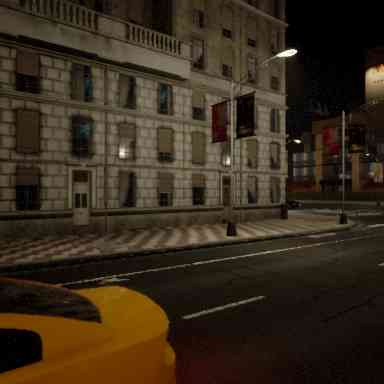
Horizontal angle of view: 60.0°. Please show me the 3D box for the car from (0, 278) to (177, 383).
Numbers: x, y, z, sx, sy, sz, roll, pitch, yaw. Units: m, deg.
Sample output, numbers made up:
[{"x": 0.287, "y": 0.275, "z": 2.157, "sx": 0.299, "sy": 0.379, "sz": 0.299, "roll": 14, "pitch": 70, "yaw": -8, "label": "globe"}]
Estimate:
[{"x": -2.494, "y": 1.477, "z": 2.261, "sx": 5.008, "sy": 1.535, "sz": 1.882, "roll": 0, "pitch": 0, "yaw": -34, "label": "car"}]

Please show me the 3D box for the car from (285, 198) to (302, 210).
[{"x": 12.269, "y": 1.503, "z": 44.140, "sx": 2.128, "sy": 1.511, "sz": 4.902, "roll": 0, "pitch": 0, "yaw": -36, "label": "car"}]
